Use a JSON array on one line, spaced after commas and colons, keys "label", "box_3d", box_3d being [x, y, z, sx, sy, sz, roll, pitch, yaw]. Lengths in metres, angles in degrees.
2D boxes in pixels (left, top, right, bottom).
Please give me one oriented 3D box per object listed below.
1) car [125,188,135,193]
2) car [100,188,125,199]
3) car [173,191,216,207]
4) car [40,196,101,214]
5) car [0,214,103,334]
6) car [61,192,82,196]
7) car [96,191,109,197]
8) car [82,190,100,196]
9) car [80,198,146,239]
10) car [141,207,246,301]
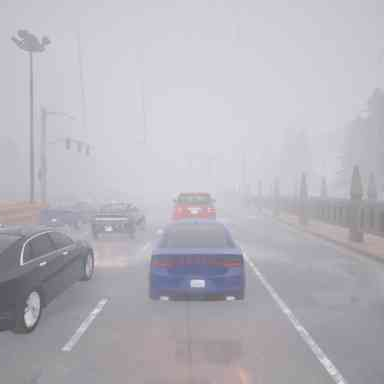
[{"label": "car", "box_3d": [-13.783, 0.214, 68.674, 2.150, 2.045, 5.566, 0, 1, 0]}, {"label": "car", "box_3d": [-13.900, 0.367, 58.352, 2.150, 2.045, 5.566, 0, 1, 0]}, {"label": "car", "box_3d": [0.124, 0.978, 18.059, 2.150, 2.045, 5.566, 0, 1, 0]}, {"label": "car", "box_3d": [-6.869, 1.219, 19.059, 1.882, 1.535, 5.008, 0, 1, 0]}, {"label": "car", "box_3d": [-3.401, 1.435, 6.603, 1.837, 1.490, 4.892, 0, 1, 0]}, {"label": "car", "box_3d": [-20.902, 0.697, 56.609, 1.812, 1.442, 4.674, 0, 1, 1]}, {"label": "car", "box_3d": [-20.752, 0.455, 77.174, 1.895, 1.301, 4.718, 0, 1, 0]}, {"label": "car", "box_3d": [-20.790, 0.371, 66.882, 2.097, 1.767, 4.553, 0, 1, 0]}, {"label": "car", "box_3d": [-3.379, 1.279, 15.976, 2.128, 1.511, 4.902, 0, 1, 0]}, {"label": "car", "box_3d": [0.101, 1.383, 8.189, 1.882, 1.535, 5.008, 0, 1, 0]}]
